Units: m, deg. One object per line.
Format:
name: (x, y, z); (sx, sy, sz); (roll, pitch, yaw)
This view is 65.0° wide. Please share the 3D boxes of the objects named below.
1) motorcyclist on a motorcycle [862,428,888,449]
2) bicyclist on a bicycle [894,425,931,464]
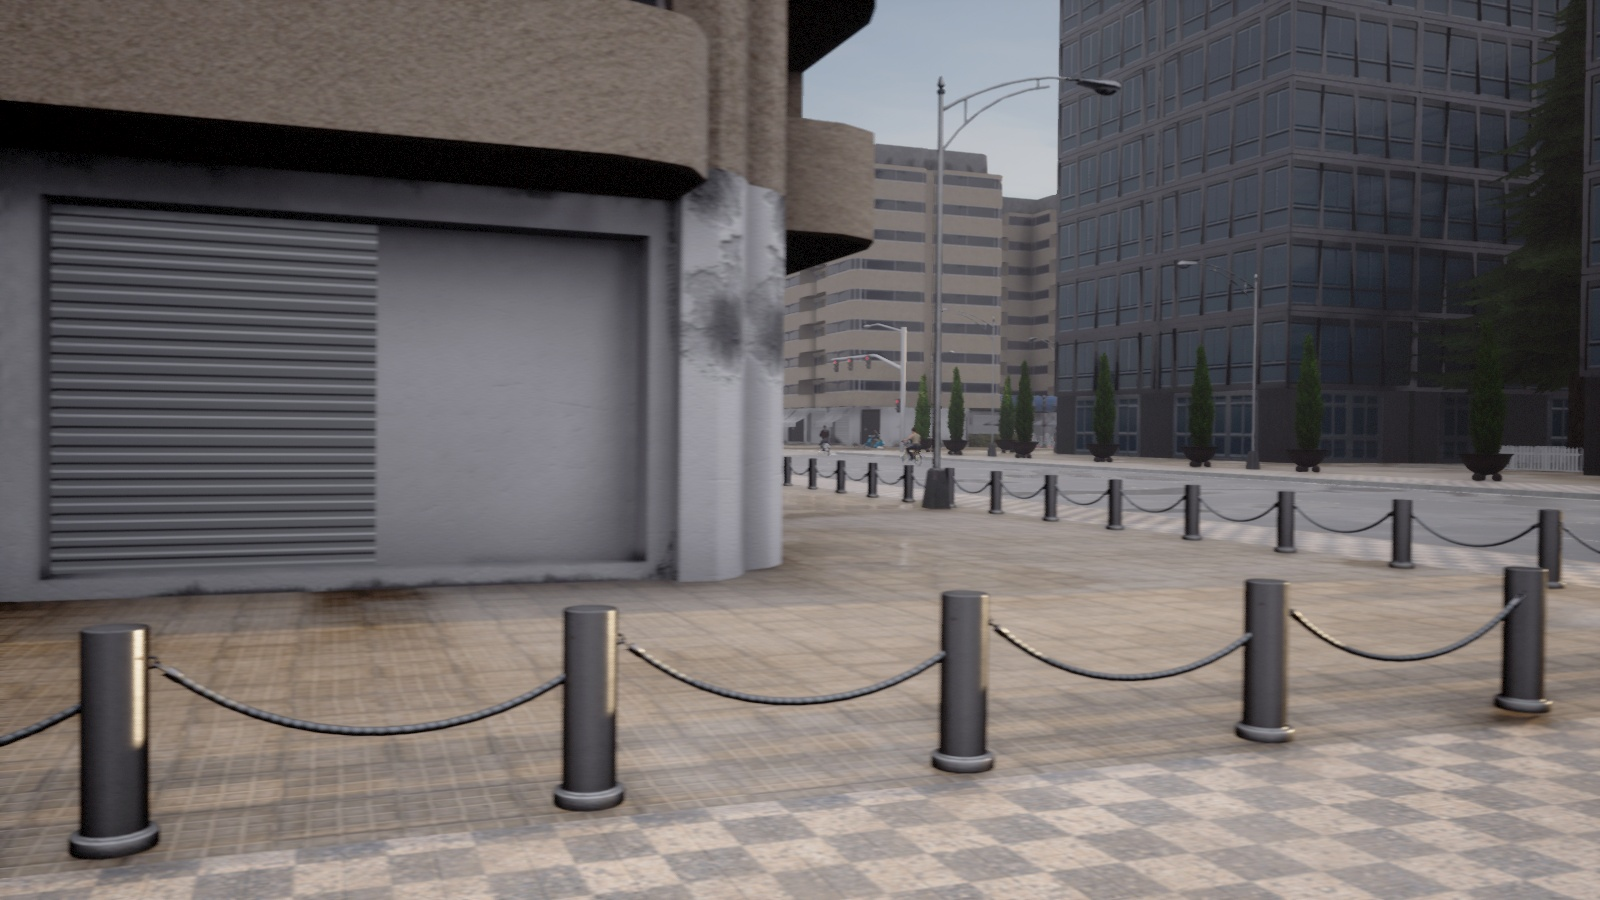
motorcyclist on a motorcycle: (5.780, -0.887, 96.671); (1.817, 1.590, 0.866); (1, 0, -21)
bicyclist on a bicycle: (4.698, -0.228, 52.598); (0.866, 1.612, 1.509); (0, 0, -28)
